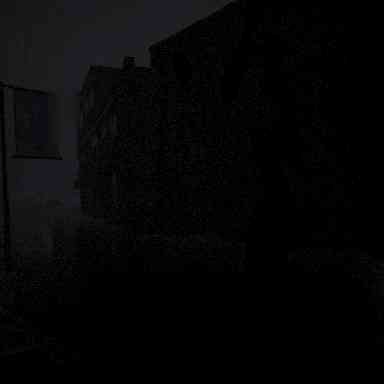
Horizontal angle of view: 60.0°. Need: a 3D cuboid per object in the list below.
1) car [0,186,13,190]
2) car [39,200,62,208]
[{"bbox_3d":[-46.764,-0.705,80.761,2.231,1.521,4.892,-4,-3,6],"label":"car"},{"bbox_3d":[-25.611,2.145,60.320,2.128,1.511,4.902,-4,-1,12],"label":"car"}]
